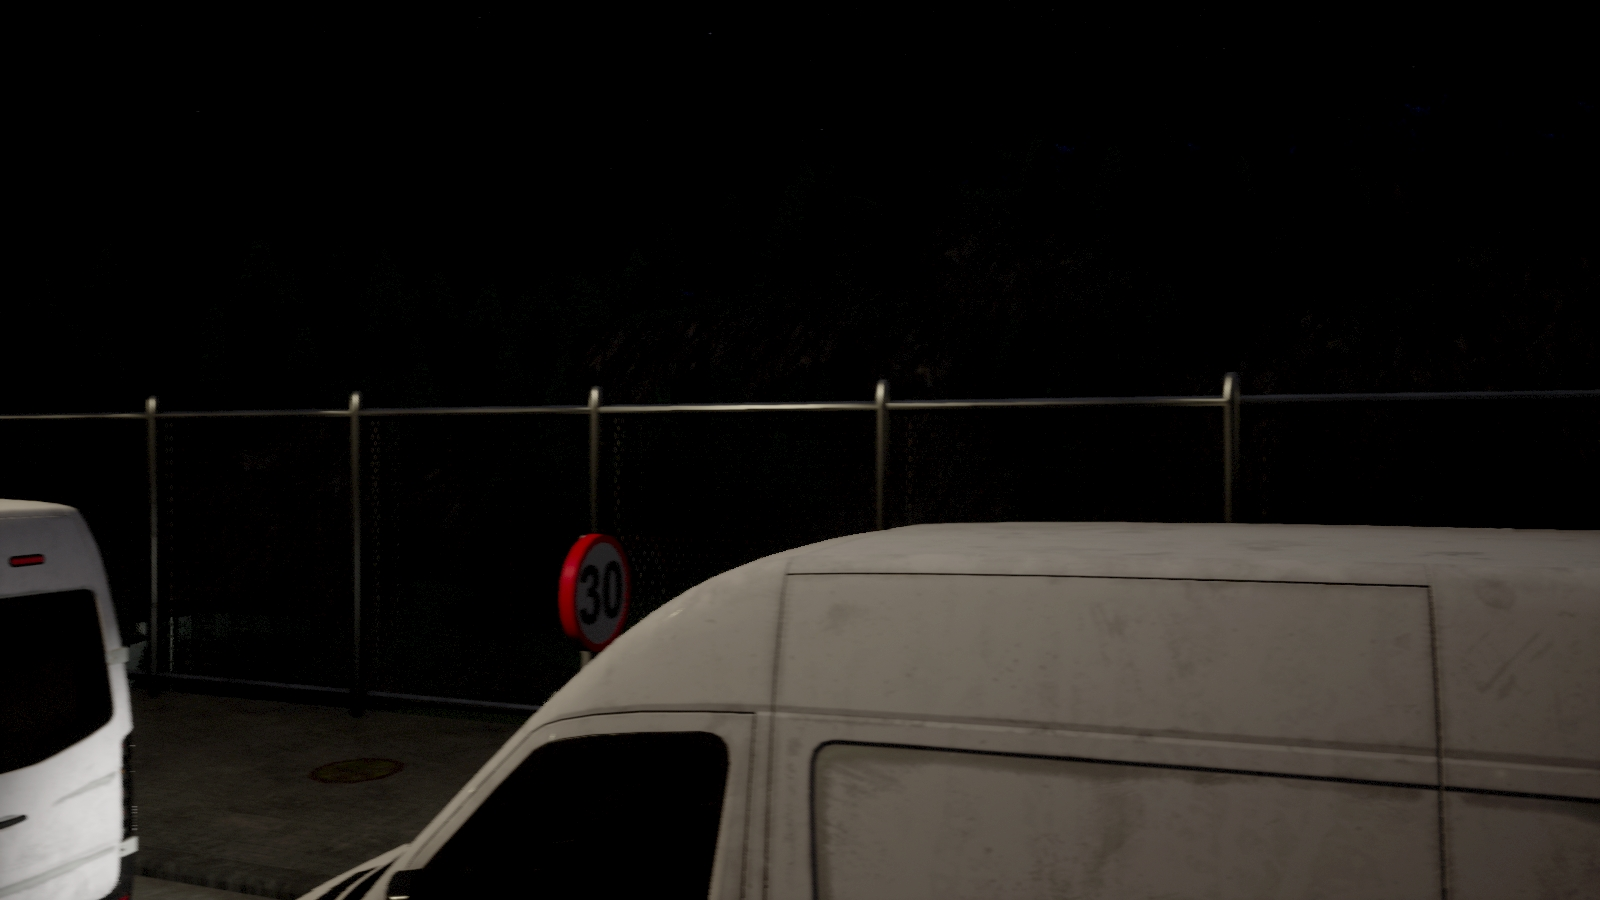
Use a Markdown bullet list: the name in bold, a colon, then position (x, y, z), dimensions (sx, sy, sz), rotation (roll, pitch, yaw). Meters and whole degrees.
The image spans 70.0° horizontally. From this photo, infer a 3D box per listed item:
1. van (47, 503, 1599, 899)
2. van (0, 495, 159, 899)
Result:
- **van**: position (0.720, 1.534, 3.566), dimensions (5.915, 2.561, 1.988), rotation (0, 0, 20)
- **van**: position (-6.569, 1.535, 6.218), dimensions (5.915, 2.561, 1.988), rotation (0, 0, 20)
